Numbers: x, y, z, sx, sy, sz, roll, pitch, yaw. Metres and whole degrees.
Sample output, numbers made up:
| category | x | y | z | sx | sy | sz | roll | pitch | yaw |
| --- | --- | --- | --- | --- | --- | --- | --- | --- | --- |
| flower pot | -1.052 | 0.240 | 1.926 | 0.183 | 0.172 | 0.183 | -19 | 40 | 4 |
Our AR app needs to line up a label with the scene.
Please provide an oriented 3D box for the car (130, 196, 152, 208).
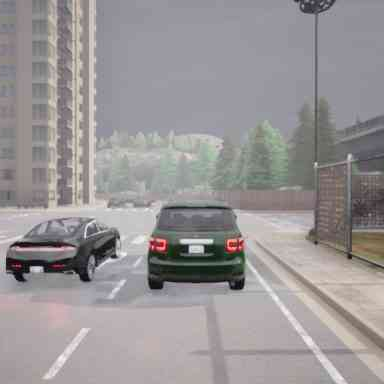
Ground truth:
| category | x | y | z | sx | sy | sz | roll | pitch | yaw |
| --- | --- | --- | --- | --- | --- | --- | --- | --- | --- |
| car | -7.020 | 1.341 | 47.166 | 2.097 | 1.767 | 4.553 | 0 | 0 | 0 |

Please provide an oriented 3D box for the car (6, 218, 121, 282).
| category | x | y | z | sx | sy | sz | roll | pitch | yaw |
| --- | --- | --- | --- | --- | --- | --- | --- | --- | --- |
| car | -3.395 | 1.489 | 9.722 | 2.128 | 1.511 | 4.902 | 0 | 0 | 0 |

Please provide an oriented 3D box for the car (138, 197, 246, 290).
| category | x | y | z | sx | sy | sz | roll | pitch | yaw |
| --- | --- | --- | --- | --- | --- | --- | --- | --- | --- |
| car | 0.122 | 1.219 | 9.214 | 2.150 | 2.045 | 5.566 | 0 | 0 | 1 |

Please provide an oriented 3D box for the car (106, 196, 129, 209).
| category | x | y | z | sx | sy | sz | roll | pitch | yaw |
| --- | --- | --- | --- | --- | --- | --- | --- | --- | --- |
| car | -10.502 | 1.493 | 46.318 | 1.837 | 1.490 | 4.892 | 0 | 0 | 0 |

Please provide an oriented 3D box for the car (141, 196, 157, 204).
| category | x | y | z | sx | sy | sz | roll | pitch | yaw |
| --- | --- | --- | --- | --- | --- | --- | --- | --- | --- |
| car | -8.672 | 1.532 | 66.338 | 2.033 | 1.411 | 5.357 | 0 | 0 | -21 |
